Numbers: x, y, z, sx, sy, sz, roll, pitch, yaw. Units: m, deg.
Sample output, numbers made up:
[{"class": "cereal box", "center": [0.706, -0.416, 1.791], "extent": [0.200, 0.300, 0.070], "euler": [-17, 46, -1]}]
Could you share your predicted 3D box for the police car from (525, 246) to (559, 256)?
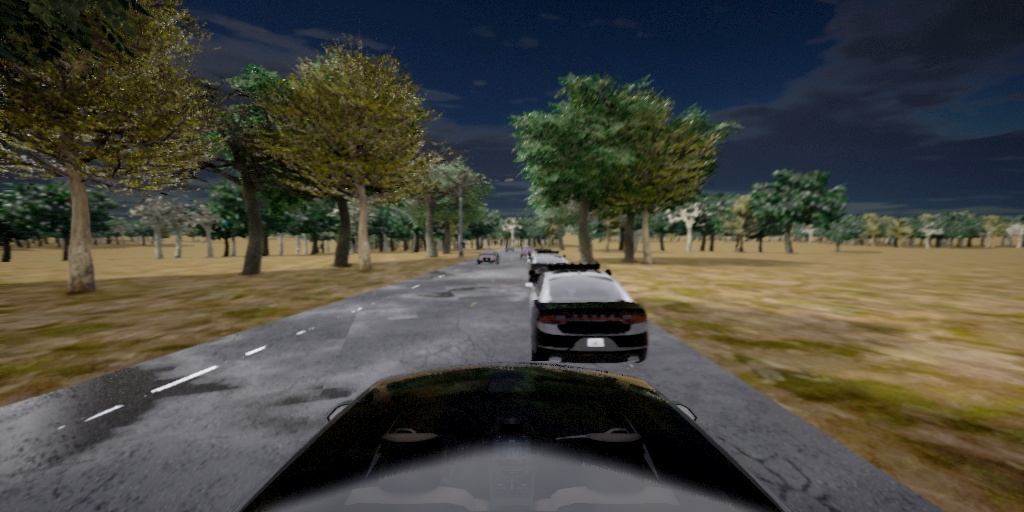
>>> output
[{"class": "police car", "center": [1.762, 0.528, 17.807], "extent": [1.930, 1.638, 5.238], "euler": [1, 2, 2]}]

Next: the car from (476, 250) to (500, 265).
[{"class": "car", "center": [-2.196, 0.087, 34.470], "extent": [1.994, 1.385, 4.181], "euler": [0, 2, 3]}]

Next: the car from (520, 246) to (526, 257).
[{"class": "car", "center": [2.123, -0.560, 50.591], "extent": [2.033, 1.411, 5.357], "euler": [0, 2, 2]}]

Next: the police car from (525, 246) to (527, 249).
[{"class": "police car", "center": [2.009, 0.312, 23.809], "extent": [1.930, 1.638, 5.238], "euler": [0, 2, 2]}]

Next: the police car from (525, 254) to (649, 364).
[{"class": "police car", "center": [1.327, 0.950, 7.814], "extent": [1.930, 1.638, 5.238], "euler": [-1, 2, 2]}]

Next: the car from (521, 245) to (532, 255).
[{"class": "car", "center": [2.496, -1.080, 62.620], "extent": [1.882, 1.535, 5.008], "euler": [0, 2, 2]}]
